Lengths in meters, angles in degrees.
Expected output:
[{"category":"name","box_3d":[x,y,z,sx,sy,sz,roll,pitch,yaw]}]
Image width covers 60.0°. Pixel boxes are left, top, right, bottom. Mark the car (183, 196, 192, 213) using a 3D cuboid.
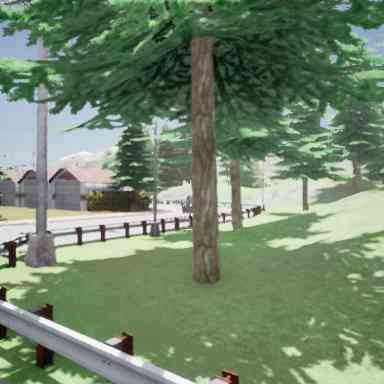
[{"category":"car","box_3d":[0.244,1.161,33.989,2.097,1.767,4.553,0,0,2]}]
